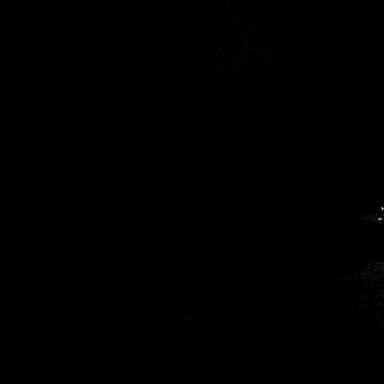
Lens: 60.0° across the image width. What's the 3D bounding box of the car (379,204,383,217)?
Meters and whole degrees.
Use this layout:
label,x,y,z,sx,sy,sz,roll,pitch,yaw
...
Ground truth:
label,x,y,z,sx,sy,sz,roll,pitch,yaw
car,20.834,1.700,34.496,2.097,1.767,4.553,1,0,37
